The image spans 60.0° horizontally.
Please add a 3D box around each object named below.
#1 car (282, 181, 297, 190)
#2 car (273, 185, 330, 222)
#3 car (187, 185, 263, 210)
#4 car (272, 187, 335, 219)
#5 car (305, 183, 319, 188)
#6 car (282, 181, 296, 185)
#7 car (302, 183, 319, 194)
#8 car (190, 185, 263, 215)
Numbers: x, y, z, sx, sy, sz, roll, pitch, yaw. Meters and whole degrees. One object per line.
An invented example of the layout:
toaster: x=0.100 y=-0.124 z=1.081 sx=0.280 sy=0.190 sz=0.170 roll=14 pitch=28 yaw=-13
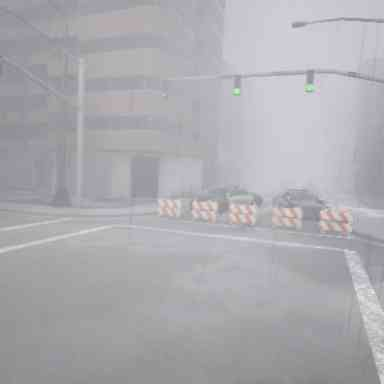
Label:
car: x=15.197 y=-1.049 z=51.805 sx=1.853 sy=1.218 sz=4.536 roll=4 pitch=3 yaw=21
car: x=5.757 y=0.655 z=17.755 sx=2.038 sy=1.542 sz=4.974 roll=2 pitch=3 yaw=1
car: x=2.050 y=0.239 z=19.591 sx=4.536 sy=1.218 sz=1.853 roll=-1 pitch=5 yaw=-44
car: x=5.764 y=0.495 z=17.798 sx=1.853 sy=1.218 sz=4.536 roll=2 pitch=3 yaw=1
car: x=15.218 y=-0.366 z=42.593 sx=2.038 sy=1.542 sz=4.974 roll=4 pitch=3 yaw=21
car: x=15.172 y=-0.889 z=51.765 sx=2.038 sy=1.542 sz=4.974 roll=4 pitch=3 yaw=21
car: x=15.243 y=-0.525 z=42.633 sx=1.853 sy=1.218 sz=4.536 roll=4 pitch=3 yaw=21
car: x=2.007 y=0.397 z=19.563 sx=4.974 sy=1.542 sz=2.038 roll=-1 pitch=5 yaw=-44
